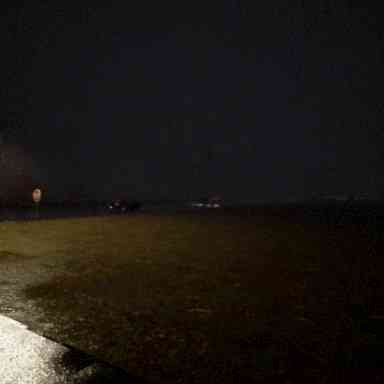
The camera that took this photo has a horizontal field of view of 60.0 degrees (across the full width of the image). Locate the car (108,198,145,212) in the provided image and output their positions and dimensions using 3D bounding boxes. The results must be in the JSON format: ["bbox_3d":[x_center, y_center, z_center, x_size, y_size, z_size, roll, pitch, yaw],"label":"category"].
[{"bbox_3d":[-7.173,1.417,36.678,1.812,1.442,4.674,0,0,35],"label":"car"}]

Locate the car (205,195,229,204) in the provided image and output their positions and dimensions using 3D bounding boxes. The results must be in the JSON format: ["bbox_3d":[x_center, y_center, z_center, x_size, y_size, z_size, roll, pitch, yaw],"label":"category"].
[{"bbox_3d":[4.937,1.354,60.339,1.882,1.535,5.008,0,0,35],"label":"car"}]

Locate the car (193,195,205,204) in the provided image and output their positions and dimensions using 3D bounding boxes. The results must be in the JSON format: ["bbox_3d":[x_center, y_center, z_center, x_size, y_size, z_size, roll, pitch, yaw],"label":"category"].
[{"bbox_3d":[2.058,1.338,62.330,1.882,1.535,5.008,0,0,35],"label":"car"}]
